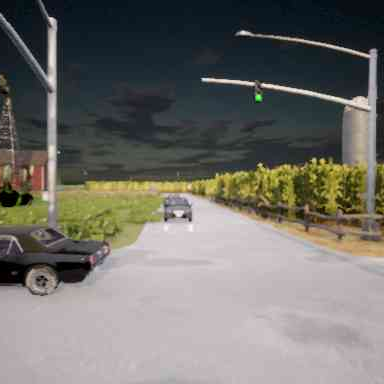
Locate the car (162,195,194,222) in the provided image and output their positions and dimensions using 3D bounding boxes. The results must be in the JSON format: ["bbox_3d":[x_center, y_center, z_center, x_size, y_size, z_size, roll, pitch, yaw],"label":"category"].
[{"bbox_3d":[-0.984,1.114,22.738,2.128,1.511,4.902,0,1,-4],"label":"car"}]

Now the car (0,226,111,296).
[{"bbox_3d":[-4.407,1.454,7.584,4.718,1.301,1.895,0,1,-1],"label":"car"}]

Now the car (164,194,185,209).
[{"bbox_3d":[-1.899,0.972,35.181,1.994,1.385,4.181,0,1,-4],"label":"car"}]
